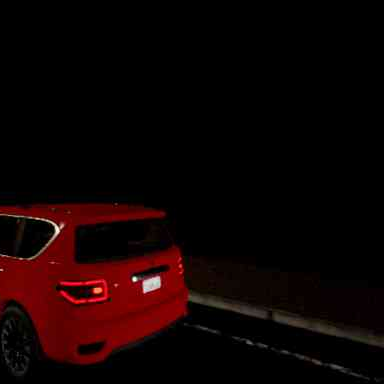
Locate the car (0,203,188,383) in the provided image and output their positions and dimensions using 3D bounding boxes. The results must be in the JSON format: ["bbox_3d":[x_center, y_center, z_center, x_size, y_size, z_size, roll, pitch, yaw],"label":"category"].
[{"bbox_3d":[-2.667,1.196,5.586,5.566,2.045,2.150,0,0,36],"label":"car"}]
